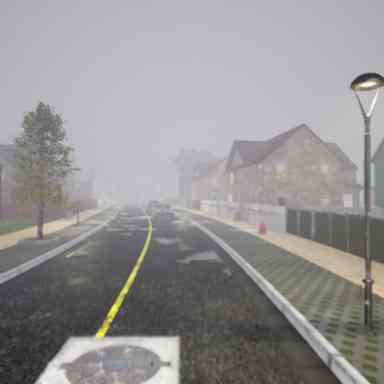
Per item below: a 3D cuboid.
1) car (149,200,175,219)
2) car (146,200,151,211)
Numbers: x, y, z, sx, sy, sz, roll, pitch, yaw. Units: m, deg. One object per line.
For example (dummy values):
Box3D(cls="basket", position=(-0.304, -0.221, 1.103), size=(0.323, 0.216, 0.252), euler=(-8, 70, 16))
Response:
Box3D(cls="car", position=(-2.743, 1.781, 31.848), size=(2.033, 1.411, 5.357), euler=(0, 0, -10))
Box3D(cls="car", position=(-5.276, 1.847, 46.101), size=(1.882, 1.535, 5.008), euler=(0, -1, -10))
